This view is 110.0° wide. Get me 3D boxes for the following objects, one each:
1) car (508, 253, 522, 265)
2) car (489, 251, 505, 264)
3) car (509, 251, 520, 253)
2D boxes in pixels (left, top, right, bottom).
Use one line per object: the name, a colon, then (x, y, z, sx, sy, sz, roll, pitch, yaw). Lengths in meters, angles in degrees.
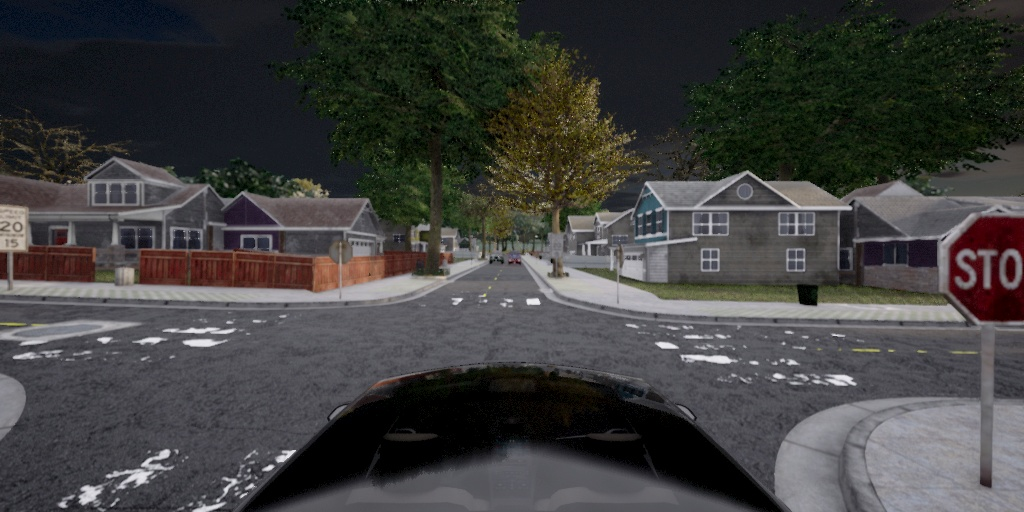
car: (0.372, 0.614, 51.567, 1.895, 1.301, 4.718, 0, 1, 0)
car: (-2.347, 0.166, 56.109, 2.150, 2.045, 5.566, 0, 1, 0)
car: (0.439, 0.086, 61.567, 2.150, 2.045, 5.566, 0, 1, 0)
